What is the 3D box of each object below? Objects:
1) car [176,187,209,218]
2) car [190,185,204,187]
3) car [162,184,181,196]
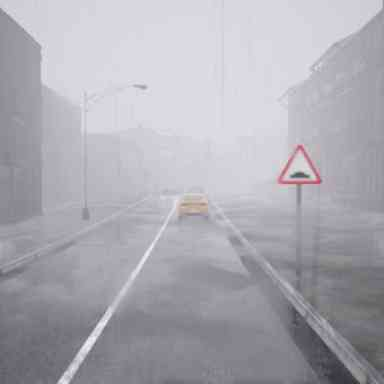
[{"bbox_3d":[0.103,0.779,22.627,1.882,1.535,5.008,0,4,0],"label":"car"},{"bbox_3d":[0.616,-0.248,42.382,1.994,1.385,4.181,0,3,7],"label":"car"},{"bbox_3d":[-2.486,-0.327,43.460,1.812,1.442,4.674,0,3,12],"label":"car"}]
